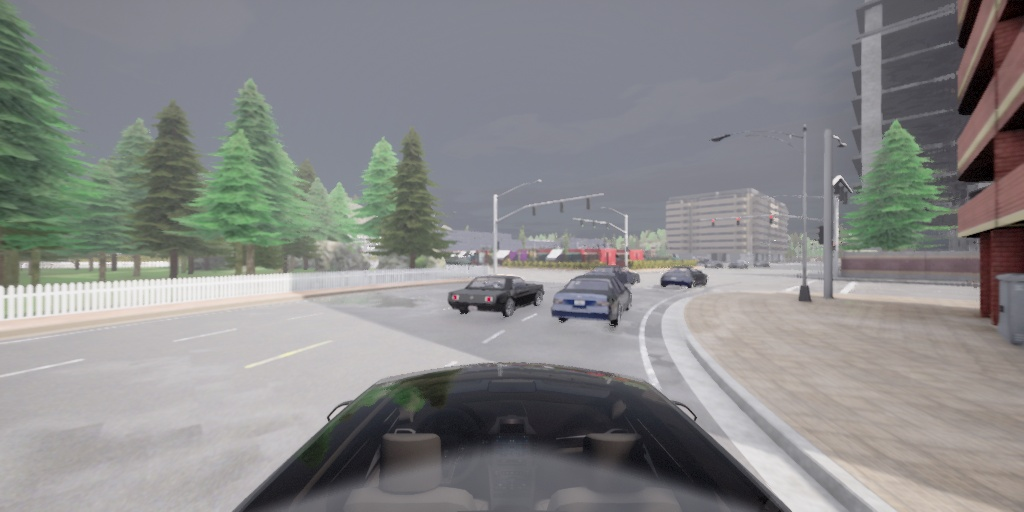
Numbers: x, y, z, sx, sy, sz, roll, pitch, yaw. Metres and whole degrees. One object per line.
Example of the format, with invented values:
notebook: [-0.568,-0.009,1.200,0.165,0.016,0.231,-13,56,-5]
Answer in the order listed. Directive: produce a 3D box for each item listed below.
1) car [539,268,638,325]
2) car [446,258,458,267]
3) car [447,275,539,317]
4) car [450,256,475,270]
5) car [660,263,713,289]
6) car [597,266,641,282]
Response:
car: [2.842,1.322,12.042,2.033,1.411,5.357,0,0,24]
car: [-10.689,1.415,52.975,2.033,1.411,5.357,0,0,-43]
car: [-0.335,1.370,13.337,1.895,1.301,4.718,0,0,24]
car: [-8.077,1.098,55.314,2.150,2.045,5.566,0,0,-43]
car: [11.628,1.389,24.094,1.994,1.385,4.181,0,0,45]
car: [6.718,1.351,24.093,2.033,1.411,5.357,0,0,43]
